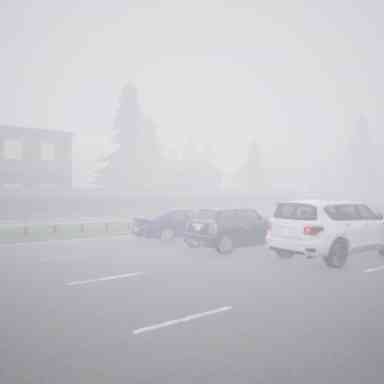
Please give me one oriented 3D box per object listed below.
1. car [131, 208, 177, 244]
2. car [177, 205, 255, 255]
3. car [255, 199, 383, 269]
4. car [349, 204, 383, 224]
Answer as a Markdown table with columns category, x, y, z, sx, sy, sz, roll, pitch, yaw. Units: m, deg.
| category | x | y | z | sx | sy | sz | roll | pitch | yaw |
| --- | --- | --- | --- | --- | --- | --- | --- | --- | --- |
| car | -0.480 | 1.529 | 16.302 | 5.008 | 1.535 | 1.882 | 0 | 0 | -35 |
| car | 1.954 | 1.406 | 13.741 | 4.553 | 1.767 | 2.097 | 0 | 0 | -35 |
| car | 5.022 | 1.282 | 11.628 | 5.566 | 2.045 | 2.150 | 0 | 0 | -35 |
| car | 14.969 | 1.723 | 27.324 | 4.181 | 1.385 | 1.994 | 0 | 0 | -35 |
